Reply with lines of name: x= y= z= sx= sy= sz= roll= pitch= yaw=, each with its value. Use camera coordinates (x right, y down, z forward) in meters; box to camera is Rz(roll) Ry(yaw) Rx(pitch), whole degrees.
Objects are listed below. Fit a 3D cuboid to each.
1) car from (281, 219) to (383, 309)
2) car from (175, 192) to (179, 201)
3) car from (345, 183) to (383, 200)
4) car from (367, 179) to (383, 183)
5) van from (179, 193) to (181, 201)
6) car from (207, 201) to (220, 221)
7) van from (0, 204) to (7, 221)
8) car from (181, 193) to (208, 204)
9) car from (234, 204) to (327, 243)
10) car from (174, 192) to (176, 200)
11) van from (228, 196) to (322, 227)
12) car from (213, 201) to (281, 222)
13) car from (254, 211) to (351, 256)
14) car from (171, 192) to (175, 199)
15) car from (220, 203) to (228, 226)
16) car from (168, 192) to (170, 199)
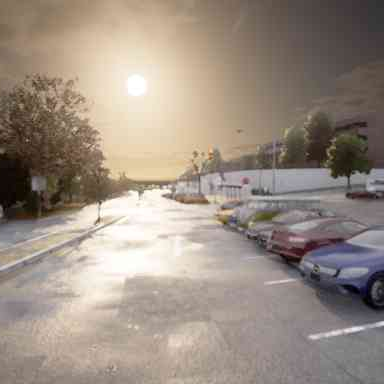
car: x=4.692 y=1.500 z=7.649 sx=4.674 sy=1.452 sz=2.002 roll=1 pitch=0 yaw=-21
car: x=0.091 y=1.240 z=69.410 sx=5.566 sy=2.045 sz=2.435 roll=1 pitch=0 yaw=-28
car: x=19.433 y=0.118 z=37.194 sx=2.002 sy=1.452 sz=4.674 roll=-7 pitch=4 yaw=-28
car: x=22.402 y=-0.460 z=37.569 sx=2.435 sy=2.045 sz=5.566 roll=-7 pitch=4 yaw=-28
van: x=0.419 y=1.277 z=66.390 sx=4.442 sy=1.987 sz=1.878 roll=0 pitch=0 yaw=-28
car: x=4.026 y=1.413 z=22.673 sx=5.366 sy=1.575 sz=1.946 roll=1 pitch=0 yaw=-23
van: x=-13.922 y=1.232 z=20.430 sx=4.442 sy=1.987 sz=1.878 roll=-1 pitch=0 yaw=-22
car: x=0.878 y=1.391 z=63.448 sx=4.553 sy=1.767 sz=2.185 roll=0 pitch=0 yaw=-28
car: x=4.554 y=1.444 z=13.691 sx=4.892 sy=1.521 sz=2.231 roll=1 pitch=0 yaw=-22
car: x=-0.280 y=1.228 z=72.425 sx=5.566 sy=2.045 sz=2.435 roll=0 pitch=0 yaw=-28
van: x=4.346 y=1.208 z=16.663 sx=4.442 sy=1.987 sz=1.878 roll=1 pitch=0 yaw=-22
car: x=4.228 y=1.446 z=25.727 sx=4.792 sy=1.488 sz=2.163 roll=1 pitch=0 yaw=-23
car: x=4.622 y=1.491 z=10.673 sx=4.674 sy=1.452 sz=2.002 roll=1 pitch=0 yaw=-22
car: x=-1.564 y=1.192 z=81.347 sx=5.566 sy=2.045 sz=2.435 roll=0 pitch=0 yaw=-28
car: x=4.364 y=1.301 z=19.738 sx=4.553 sy=1.767 sz=2.185 roll=1 pitch=0 yaw=-23
car: x=-3.356 y=1.281 z=93.196 sx=4.553 sy=1.767 sz=2.185 roll=1 pitch=0 yaw=-28
